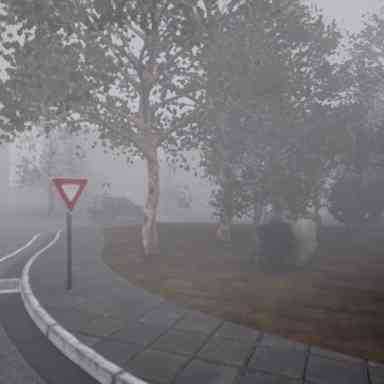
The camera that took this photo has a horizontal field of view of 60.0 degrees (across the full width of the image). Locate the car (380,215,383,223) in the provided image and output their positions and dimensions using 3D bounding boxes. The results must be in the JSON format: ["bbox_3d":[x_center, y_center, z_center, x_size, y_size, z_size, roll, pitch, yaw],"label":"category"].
[{"bbox_3d":[30.924,4.409,55.153,4.718,1.301,1.895,3,-2,-37],"label":"car"}]

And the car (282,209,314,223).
[{"bbox_3d":[13.772,3.027,42.147,5.566,2.045,2.150,5,-3,-37],"label":"car"}]

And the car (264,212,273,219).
[{"bbox_3d":[11.793,3.272,44.591,5.008,1.535,1.882,5,-3,-37],"label":"car"}]

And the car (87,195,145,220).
[{"bbox_3d":[-6.500,1.421,29.489,2.150,2.045,5.566,0,-4,41],"label":"car"}]
